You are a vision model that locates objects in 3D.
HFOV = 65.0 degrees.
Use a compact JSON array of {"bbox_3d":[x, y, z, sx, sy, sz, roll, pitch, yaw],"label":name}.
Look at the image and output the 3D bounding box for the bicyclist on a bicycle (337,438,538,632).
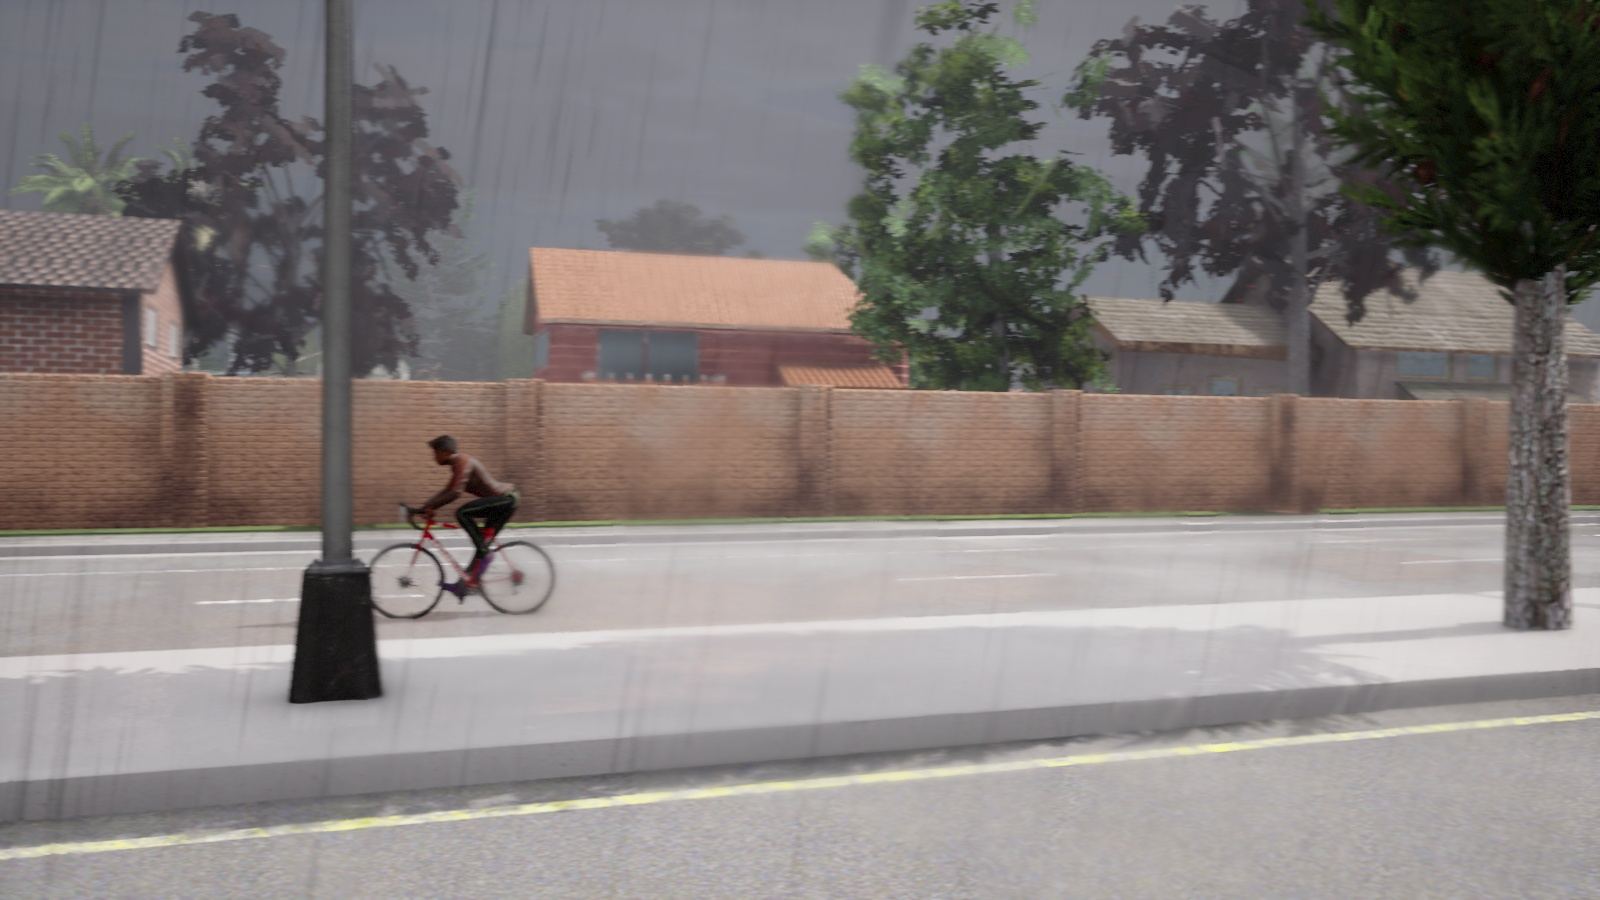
[{"bbox_3d":[-3.186,0.705,11.059,1.656,1.620,0.582,0,0,-19],"label":"bicyclist on a bicycle"}]
